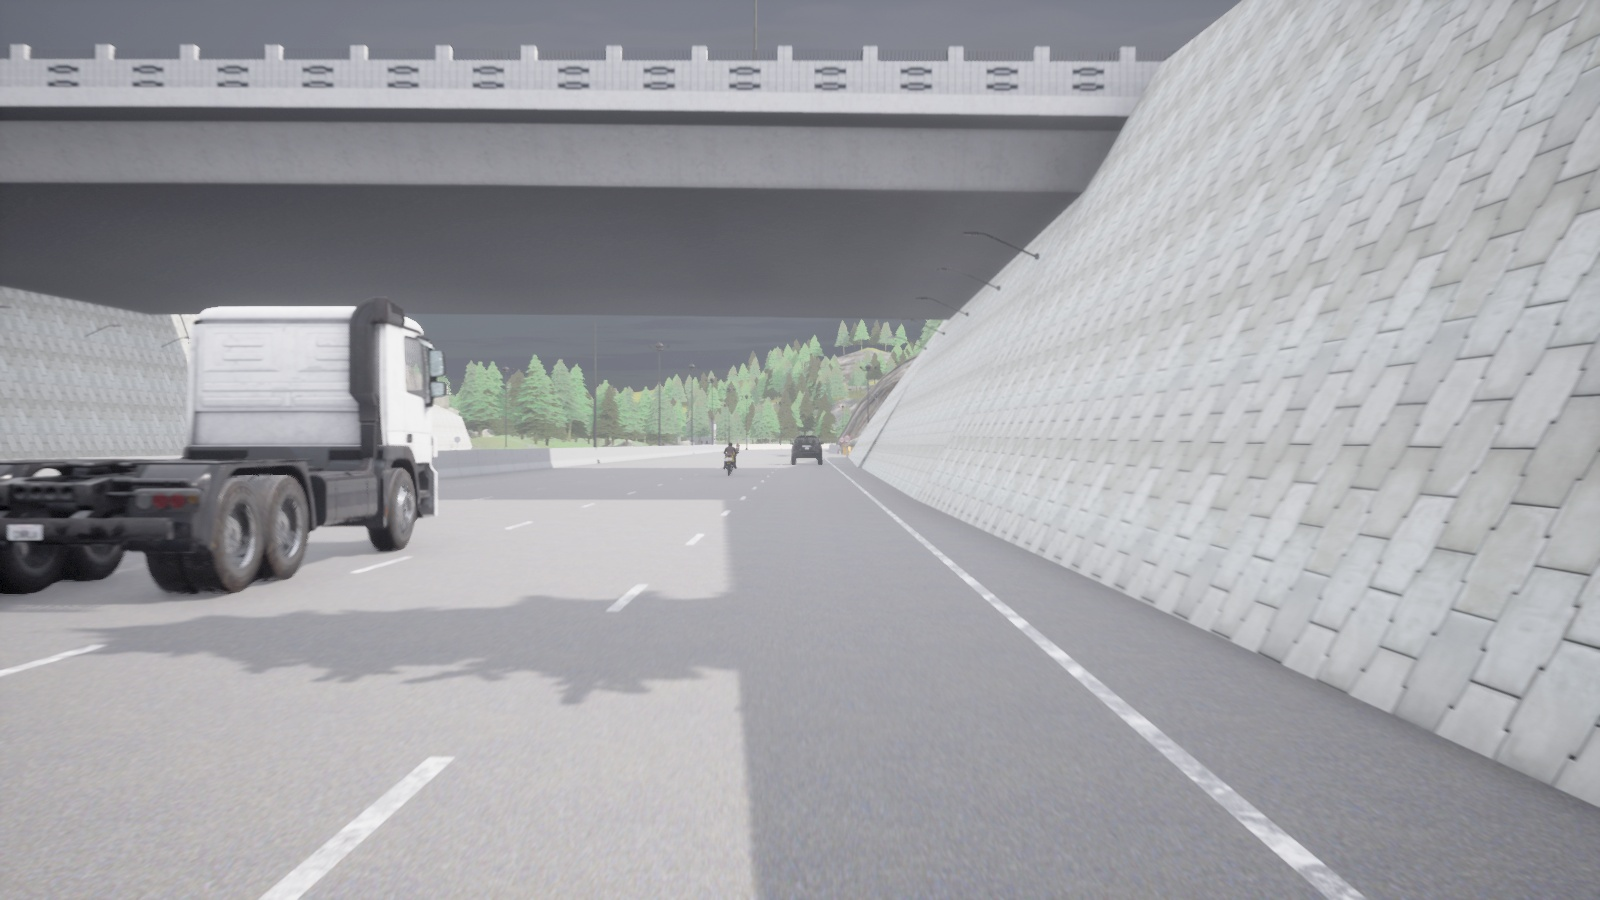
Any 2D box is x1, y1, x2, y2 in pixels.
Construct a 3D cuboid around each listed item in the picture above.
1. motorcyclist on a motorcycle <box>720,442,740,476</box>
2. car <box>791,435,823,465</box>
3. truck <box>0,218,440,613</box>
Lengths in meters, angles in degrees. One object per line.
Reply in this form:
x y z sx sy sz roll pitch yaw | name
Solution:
-3.164 0.409 56.949 0.797 1.523 2.044 0 0 0 | motorcyclist on a motorcycle
0.479 -0.028 88.608 2.150 2.045 5.566 0 0 0 | car
-6.899 -0.324 14.997 2.891 3.462 7.936 0 0 0 | truck
